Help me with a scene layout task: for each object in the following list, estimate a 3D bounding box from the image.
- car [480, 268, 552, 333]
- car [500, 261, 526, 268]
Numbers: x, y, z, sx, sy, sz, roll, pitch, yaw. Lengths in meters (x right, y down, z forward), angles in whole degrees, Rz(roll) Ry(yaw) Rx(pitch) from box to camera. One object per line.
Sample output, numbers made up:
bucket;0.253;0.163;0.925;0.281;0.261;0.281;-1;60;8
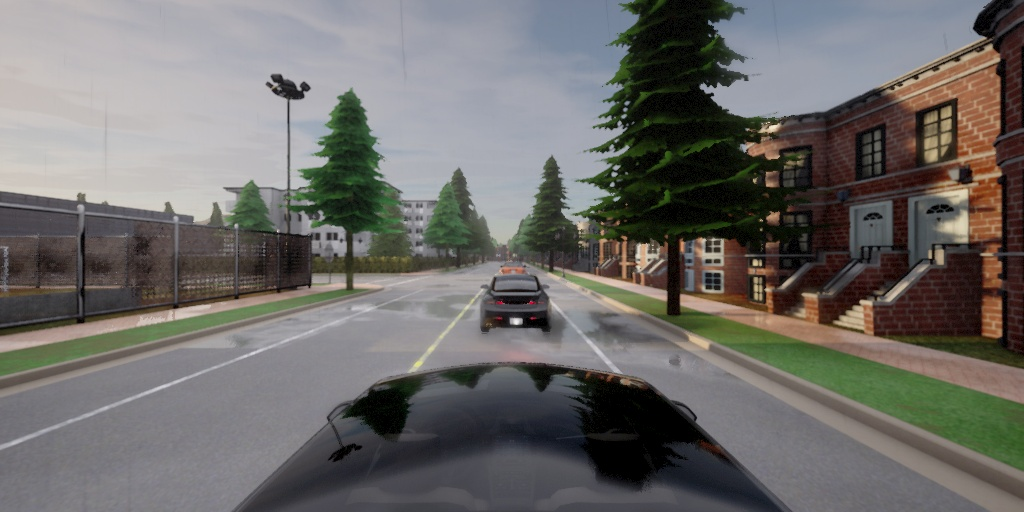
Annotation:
car;0.099;1.285;10.844;1.837;1.490;4.892;0;0;0
car;0.100;1.195;29.907;2.097;1.767;4.553;0;0;0
